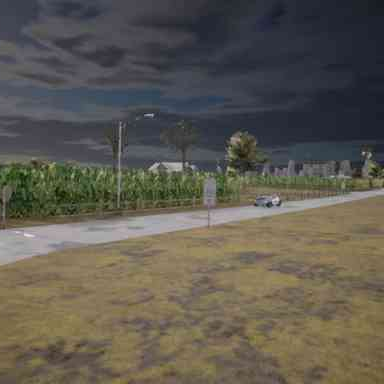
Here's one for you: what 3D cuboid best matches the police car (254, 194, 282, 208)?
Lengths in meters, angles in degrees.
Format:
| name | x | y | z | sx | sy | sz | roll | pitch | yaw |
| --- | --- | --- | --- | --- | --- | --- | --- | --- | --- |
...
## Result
| name | x | y | z | sx | sy | sz | roll | pitch | yaw |
| --- | --- | --- | --- | --- | --- | --- | --- | --- | --- |
| police car | 9.343 | 1.057 | 41.010 | 2.038 | 1.542 | 4.974 | 3 | 2 | 36 |
